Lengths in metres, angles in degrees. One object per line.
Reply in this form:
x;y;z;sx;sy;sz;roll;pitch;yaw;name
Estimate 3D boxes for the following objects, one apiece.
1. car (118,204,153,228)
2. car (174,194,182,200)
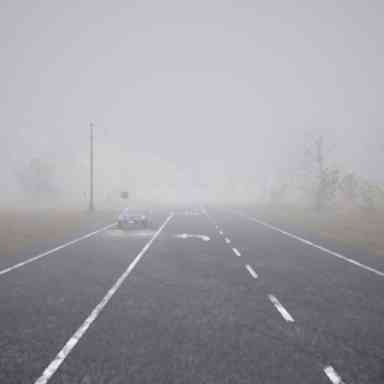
-3.666;1.533;22.207;1.812;1.442;4.674;0;0;0;car
-4.099;1.274;95.064;2.097;1.767;4.553;0;0;0;car
